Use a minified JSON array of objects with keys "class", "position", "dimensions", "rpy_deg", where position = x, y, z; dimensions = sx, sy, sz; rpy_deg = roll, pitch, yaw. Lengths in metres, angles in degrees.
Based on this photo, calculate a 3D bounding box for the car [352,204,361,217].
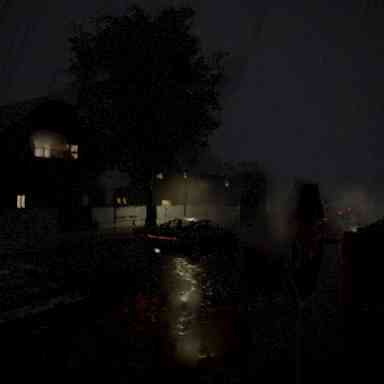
[{"class":"car","position":[22.361,2.479,46.595],"dimensions":[2.097,1.767,4.553],"rpy_deg":[1,0,34]}]

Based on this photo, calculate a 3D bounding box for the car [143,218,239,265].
[{"class":"car","position":[0.181,1.785,13.104],"dimensions":[2.128,1.511,4.902],"rpy_deg":[1,0,34]}]

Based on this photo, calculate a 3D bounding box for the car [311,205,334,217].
[{"class":"car","position":[17.320,2.523,43.969],"dimensions":[1.994,1.385,4.181],"rpy_deg":[1,0,34]}]

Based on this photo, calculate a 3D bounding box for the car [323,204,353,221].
[{"class":"car","position":[16.795,2.432,38.107],"dimensions":[1.812,1.442,4.674],"rpy_deg":[1,0,35]}]
